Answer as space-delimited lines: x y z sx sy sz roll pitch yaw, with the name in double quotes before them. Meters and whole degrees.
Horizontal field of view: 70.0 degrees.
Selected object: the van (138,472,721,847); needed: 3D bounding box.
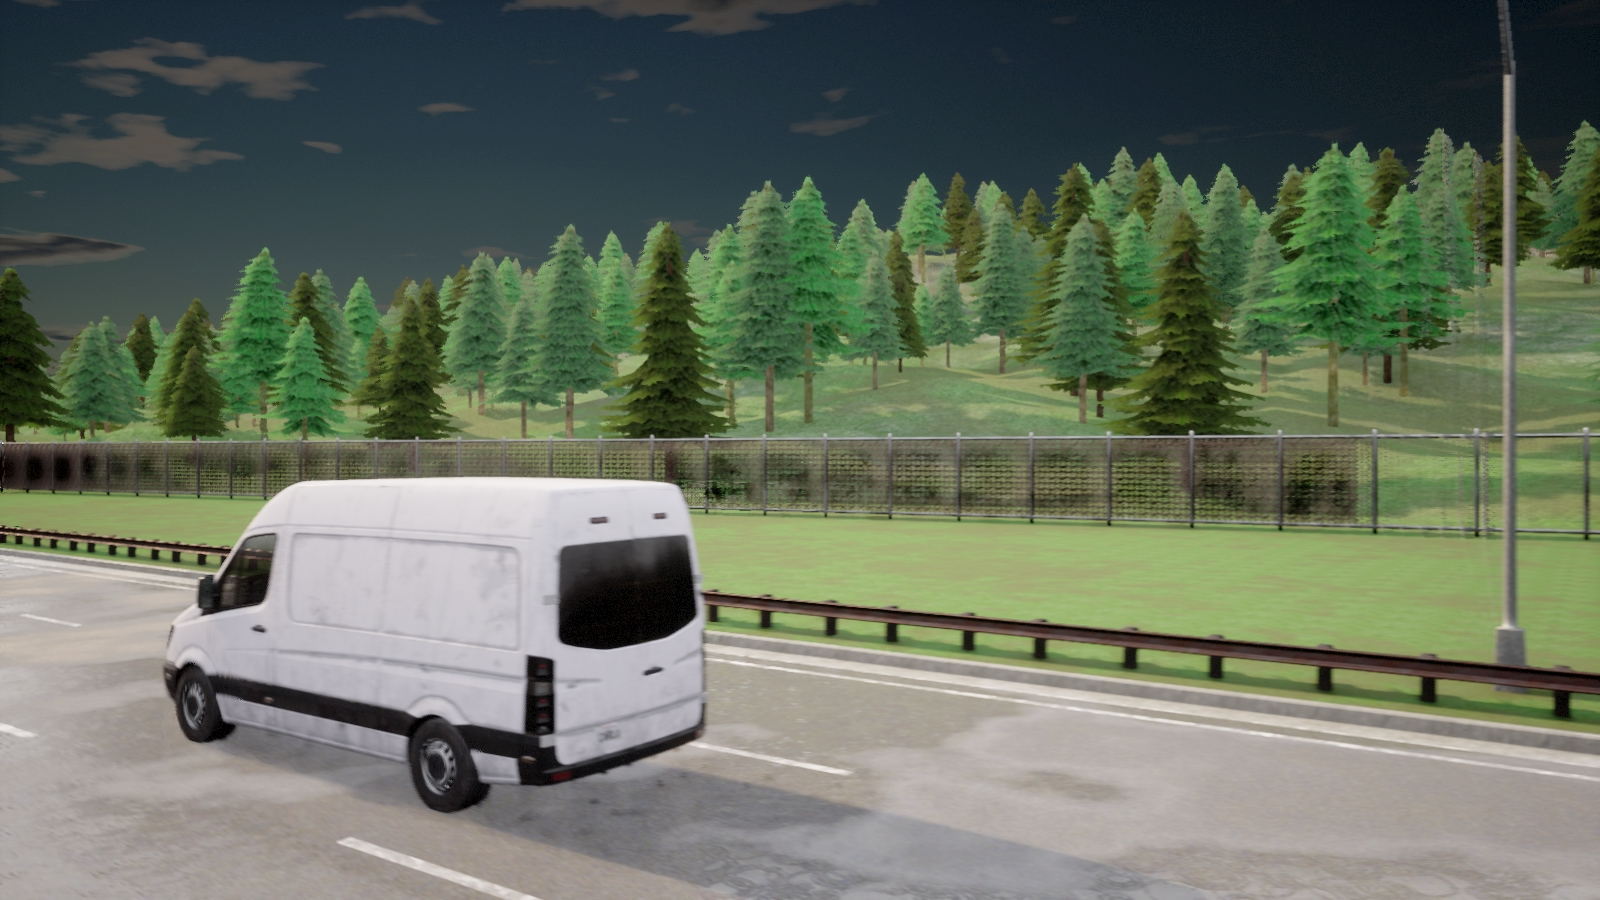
"van" -3.671 1.537 10.620 5.915 2.561 1.988 0 0 35
